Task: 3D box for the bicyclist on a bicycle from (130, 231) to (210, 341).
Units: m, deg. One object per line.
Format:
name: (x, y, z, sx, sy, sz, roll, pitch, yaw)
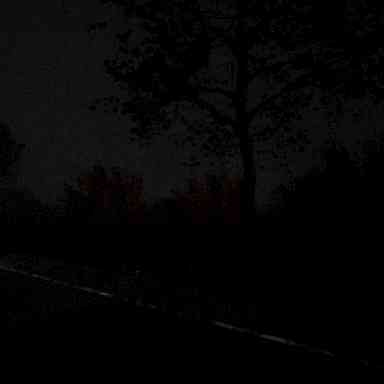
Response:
bicyclist on a bicycle: (-0.412, 1.466, 5.349, 1.656, 1.620, 0.582, -1, 0, 35)
